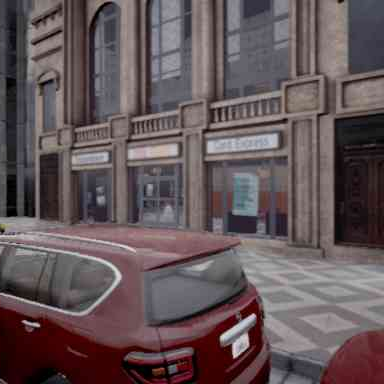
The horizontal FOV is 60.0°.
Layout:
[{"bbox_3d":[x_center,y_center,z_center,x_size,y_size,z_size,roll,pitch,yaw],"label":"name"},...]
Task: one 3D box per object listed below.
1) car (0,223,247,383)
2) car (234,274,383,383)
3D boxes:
[{"bbox_3d":[-1.554,1.323,4.071,5.009,1.841,2.192,0,0,35],"label":"car"},{"bbox_3d":[2.876,1.311,0.913,5.009,1.841,2.192,0,0,35],"label":"car"}]
